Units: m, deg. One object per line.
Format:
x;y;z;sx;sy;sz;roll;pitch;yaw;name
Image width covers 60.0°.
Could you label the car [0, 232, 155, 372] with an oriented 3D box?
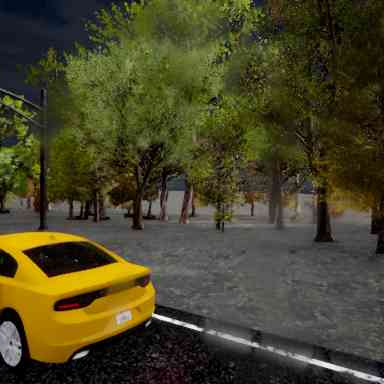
-2.900;1.444;5.749;5.008;1.535;1.882;1;0;35;car
